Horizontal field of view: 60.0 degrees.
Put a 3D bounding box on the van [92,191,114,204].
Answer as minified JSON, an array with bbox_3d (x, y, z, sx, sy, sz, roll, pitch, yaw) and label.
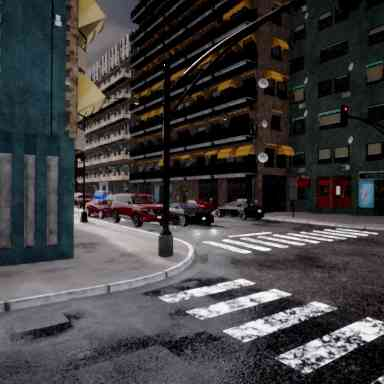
[{"bbox_3d":[-12.759,0.726,47.729,1.690,1.788,3.998,2,0,-36],"label":"van"}]

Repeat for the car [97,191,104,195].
[{"bbox_3d":[-6.055,0.971,28.548,2.097,1.767,4.553,1,0,-36],"label":"car"}]

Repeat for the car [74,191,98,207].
[{"bbox_3d":[-12.081,0.948,36.901,1.882,1.535,5.008,1,1,-36],"label":"car"}]

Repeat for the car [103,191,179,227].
[{"bbox_3d":[-3.258,1.033,20.278,2.192,1.841,5.009,2,0,-36],"label":"car"}]

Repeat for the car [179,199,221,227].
[{"bbox_3d":[-0.478,1.320,20.821,1.994,1.385,4.181,1,0,-36],"label":"car"}]

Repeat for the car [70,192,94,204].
[{"bbox_3d":[-15.642,0.823,47.189,1.882,1.535,5.008,1,0,-36],"label":"car"}]

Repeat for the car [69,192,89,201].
[{"bbox_3d":[-19.288,0.768,56.758,1.887,1.381,4.507,2,0,-36],"label":"car"}]

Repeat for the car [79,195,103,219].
[{"bbox_3d":[-6.527,1.182,24.792,1.887,1.381,4.507,2,0,-36],"label":"car"}]

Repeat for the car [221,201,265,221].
[{"bbox_3d":[3.550,1.353,25.154,1.947,1.339,4.313,2,0,-36],"label":"car"}]

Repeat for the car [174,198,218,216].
[{"bbox_3d":[0.287,1.288,29.669,1.802,1.307,4.206,2,0,-36],"label":"car"}]
